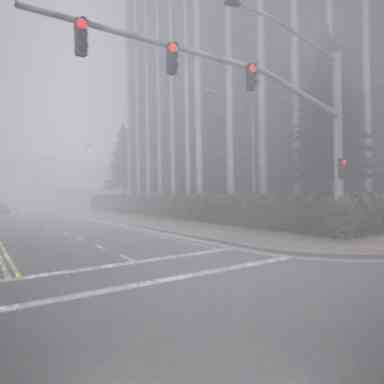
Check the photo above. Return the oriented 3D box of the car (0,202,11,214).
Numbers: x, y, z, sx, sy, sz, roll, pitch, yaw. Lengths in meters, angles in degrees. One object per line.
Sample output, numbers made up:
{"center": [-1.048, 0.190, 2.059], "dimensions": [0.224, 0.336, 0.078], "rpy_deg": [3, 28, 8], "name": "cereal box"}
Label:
{"center": [-22.893, 1.921, 39.799], "dimensions": [1.994, 1.385, 4.181], "rpy_deg": [-1, 0, -33], "name": "car"}
